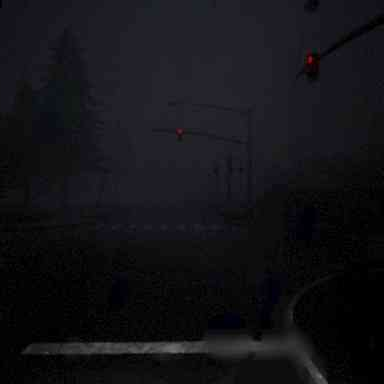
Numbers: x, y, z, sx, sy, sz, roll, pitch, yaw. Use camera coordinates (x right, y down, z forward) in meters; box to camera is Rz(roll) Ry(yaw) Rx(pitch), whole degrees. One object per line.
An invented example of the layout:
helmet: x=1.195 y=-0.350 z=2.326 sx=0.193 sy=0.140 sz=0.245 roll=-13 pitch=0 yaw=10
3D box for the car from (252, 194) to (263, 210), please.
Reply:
car: x=8.881 y=1.087 z=36.654 sx=4.605 sy=1.855 sz=1.932 roll=0 pitch=0 yaw=-1

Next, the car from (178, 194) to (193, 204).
car: x=-0.885 y=1.422 z=61.278 sx=2.033 sy=1.411 sz=5.357 roll=0 pitch=0 yaw=-7

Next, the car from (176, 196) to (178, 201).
car: x=-2.174 y=1.215 z=71.462 sx=1.812 sy=1.442 sz=4.674 roll=0 pitch=0 yaw=-13
